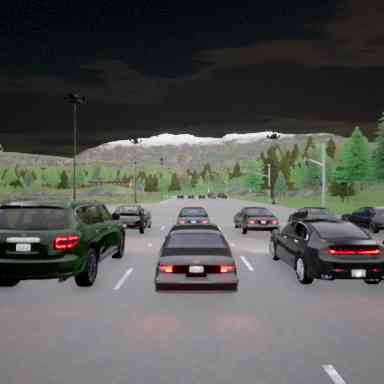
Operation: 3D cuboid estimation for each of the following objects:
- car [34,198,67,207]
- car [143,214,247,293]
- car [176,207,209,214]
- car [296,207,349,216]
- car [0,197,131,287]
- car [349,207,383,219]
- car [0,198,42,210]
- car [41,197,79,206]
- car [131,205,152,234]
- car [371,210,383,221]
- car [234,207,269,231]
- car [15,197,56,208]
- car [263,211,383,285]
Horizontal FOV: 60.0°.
[{"bbox_3d":[-21.235,1.563,50.005,4.181,1.385,1.994,0,0,0],"label":"car"},{"bbox_3d":[0.080,1.547,8.962,2.033,1.411,5.357,0,0,0],"label":"car"},{"bbox_3d":[0.059,1.547,19.028,2.033,1.411,5.357,0,0,0],"label":"car"},{"bbox_3d":[7.053,1.564,19.424,1.994,1.385,4.181,0,0,0],"label":"car"},{"bbox_3d":[-3.424,1.221,9.452,2.150,2.045,5.566,0,0,0],"label":"car"},{"bbox_3d":[10.555,1.547,19.168,2.033,1.411,5.357,0,0,0],"label":"car"},{"bbox_3d":[-22.335,1.491,42.993,4.902,1.511,2.128,0,0,0],"label":"car"},{"bbox_3d":[-21.128,1.547,53.507,5.357,1.411,2.033,0,0,0],"label":"car"},{"bbox_3d":[-3.446,1.491,19.199,2.128,1.511,4.902,0,0,0],"label":"car"},{"bbox_3d":[7.081,1.477,8.734,1.882,1.535,5.008,0,0,0],"label":"car"},{"bbox_3d":[3.553,1.547,19.009,2.033,1.411,5.357,0,0,0],"label":"car"},{"bbox_3d":[-21.856,1.504,46.498,4.892,1.490,1.837,0,0,0],"label":"car"},{"bbox_3d":[3.562,1.503,9.515,1.837,1.490,4.892,0,0,0],"label":"car"}]
